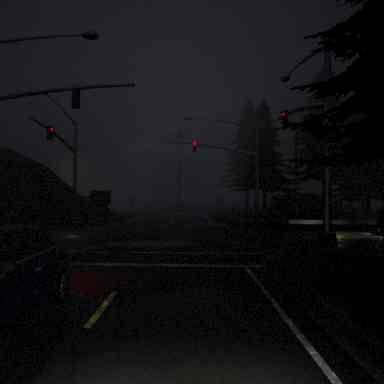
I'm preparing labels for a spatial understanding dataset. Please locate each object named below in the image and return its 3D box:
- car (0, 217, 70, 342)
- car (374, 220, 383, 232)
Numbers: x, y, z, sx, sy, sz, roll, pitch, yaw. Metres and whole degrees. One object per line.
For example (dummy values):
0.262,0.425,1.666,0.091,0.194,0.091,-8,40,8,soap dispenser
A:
-3.635,1.374,5.195,2.097,1.767,4.553,0,-1,0,car
14.214,1.864,21.230,4.553,1.767,2.097,0,-1,0,car
